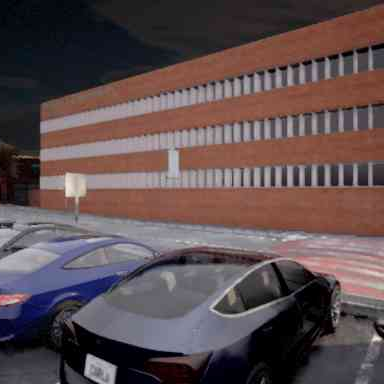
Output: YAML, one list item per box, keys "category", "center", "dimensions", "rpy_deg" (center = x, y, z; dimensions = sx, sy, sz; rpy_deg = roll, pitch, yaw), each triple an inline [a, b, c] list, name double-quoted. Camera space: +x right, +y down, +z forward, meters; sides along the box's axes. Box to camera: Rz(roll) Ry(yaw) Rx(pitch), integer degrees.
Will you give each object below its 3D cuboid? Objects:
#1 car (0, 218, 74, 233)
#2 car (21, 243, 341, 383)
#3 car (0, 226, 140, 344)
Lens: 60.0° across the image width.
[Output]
- category: "car"
  center: [-4.003, 1.468, 7.854]
  dimensions: [2.002, 1.452, 4.674]
  rpy_deg: [1, 0, 36]
- category: "car"
  center: [0.613, 1.496, 4.593]
  dimensions: [2.163, 1.488, 4.792]
  rpy_deg: [0, 0, 36]
- category: "car"
  center: [-1.706, 1.487, 6.208]
  dimensions: [2.002, 1.452, 4.674]
  rpy_deg: [0, 0, 36]
